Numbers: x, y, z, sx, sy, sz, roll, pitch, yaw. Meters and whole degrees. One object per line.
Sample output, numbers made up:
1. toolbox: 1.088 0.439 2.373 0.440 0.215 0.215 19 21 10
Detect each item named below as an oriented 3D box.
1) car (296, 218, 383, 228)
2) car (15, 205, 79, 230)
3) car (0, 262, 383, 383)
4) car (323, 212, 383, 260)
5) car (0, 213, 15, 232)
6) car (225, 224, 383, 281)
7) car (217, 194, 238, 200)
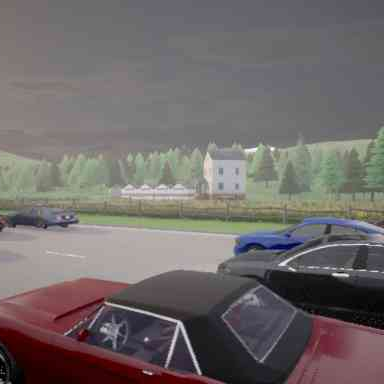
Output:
1. car: 3.647 1.476 9.433 5.008 1.535 1.882 0 0 29
2. car: -9.511 1.541 20.820 5.357 1.411 2.033 0 0 29
3. car: -0.359 1.600 3.654 4.718 1.301 1.895 0 0 29
4. car: 7.160 1.524 11.478 4.674 1.442 1.812 0 0 29
5. car: -12.202 1.520 18.316 4.674 1.442 1.812 0 0 29
6. car: 2.780 1.504 5.908 4.892 1.490 1.837 0 0 29
7. car: 7.690 1.197 73.118 4.605 1.855 1.932 0 0 29
